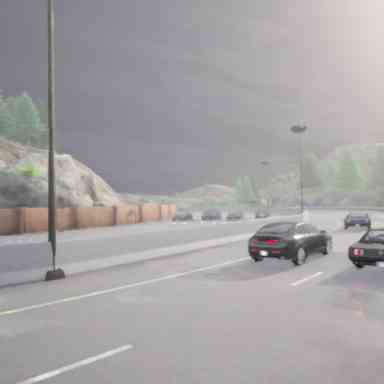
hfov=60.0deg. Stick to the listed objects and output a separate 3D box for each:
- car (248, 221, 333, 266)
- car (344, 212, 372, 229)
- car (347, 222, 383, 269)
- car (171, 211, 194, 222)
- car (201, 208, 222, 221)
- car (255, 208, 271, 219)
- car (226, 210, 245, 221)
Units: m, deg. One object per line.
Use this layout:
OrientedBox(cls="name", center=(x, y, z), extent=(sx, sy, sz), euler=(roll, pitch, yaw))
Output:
OrientedBox(cls="car", center=(4.084, 1.929, 13.423), extent=(1.837, 1.490, 4.892), euler=(-3, -3, 41))
OrientedBox(cls="car", center=(13.675, 2.305, 27.316), extent=(1.895, 1.301, 4.718), euler=(-3, -3, 29))
OrientedBox(cls="car", center=(7.028, 1.872, 11.488), extent=(1.895, 1.301, 4.718), euler=(-3, -3, 41))
OrientedBox(cls="car", center=(-1.170, 3.347, 45.741), extent=(1.812, 1.442, 4.674), euler=(-2, -2, 19))
OrientedBox(cls="car", center=(2.756, 3.098, 46.542), extent=(2.097, 1.767, 4.553), euler=(-2, -2, 16))
OrientedBox(cls="car", center=(9.757, 3.009, 45.536), extent=(2.128, 1.511, 4.902), euler=(-2, -2, 16))
OrientedBox(cls="car", center=(5.926, 3.123, 44.936), extent=(1.812, 1.442, 4.674), euler=(-2, -2, 17))
